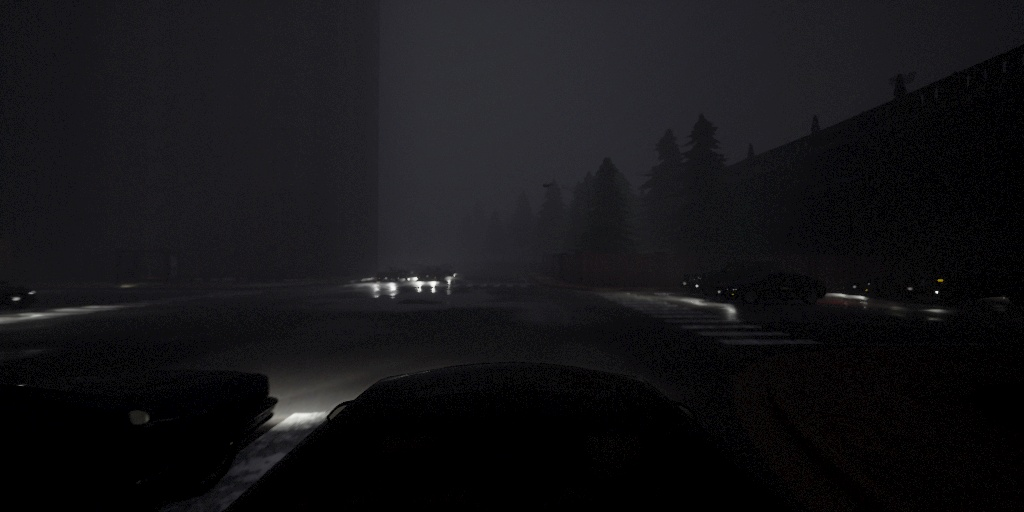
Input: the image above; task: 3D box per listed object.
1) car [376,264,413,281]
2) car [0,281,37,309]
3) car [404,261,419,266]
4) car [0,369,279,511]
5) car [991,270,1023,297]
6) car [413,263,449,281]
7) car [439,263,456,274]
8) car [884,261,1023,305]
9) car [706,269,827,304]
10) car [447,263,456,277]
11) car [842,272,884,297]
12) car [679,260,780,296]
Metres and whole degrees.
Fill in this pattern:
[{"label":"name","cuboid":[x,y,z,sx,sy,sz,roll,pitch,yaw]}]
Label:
[{"label":"car","cuboid":[-11.083,1.658,33.672,1.895,1.301,4.718,0,-1,-1]},{"label":"car","cuboid":[-21.149,1.367,13.519,4.892,1.490,1.837,0,-1,-1]},{"label":"car","cuboid":[-11.416,1.648,42.986,2.128,1.511,4.902,0,-1,-4]},{"label":"car","cuboid":[-3.425,1.283,1.390,2.033,1.411,5.357,0,-1,-1]},{"label":"car","cuboid":[32.245,1.628,21.380,4.892,1.490,1.837,0,-1,-1]},{"label":"car","cuboid":[-7.602,1.637,34.096,1.994,1.385,4.181,0,-1,-1]},{"label":"car","cuboid":[-9.552,1.794,52.830,1.812,1.442,4.674,0,-1,-18]},{"label":"car","cuboid":[22.442,1.274,17.774,5.566,2.045,2.150,0,-1,-1]},{"label":"car","cuboid":[12.593,1.524,17.647,4.892,1.490,1.837,0,-1,-1]},{"label":"car","cuboid":[-7.959,1.692,42.834,1.812,1.442,4.674,0,-1,-4]},{"label":"car","cuboid":[22.298,1.654,21.255,4.181,1.385,1.994,0,-1,0]},{"label":"car","cuboid":[12.915,1.279,21.155,5.566,2.045,2.150,0,-1,-1]}]
